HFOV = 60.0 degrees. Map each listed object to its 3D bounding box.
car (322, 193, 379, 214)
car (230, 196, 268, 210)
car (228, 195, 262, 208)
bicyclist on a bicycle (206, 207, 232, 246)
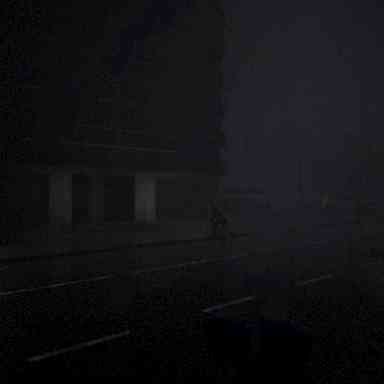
[{"bbox_3d":[16.650,1.168,35.350,2.150,2.045,5.566,0,0,-37],"label":"car"},{"bbox_3d":[7.467,1.421,41.532,1.882,1.535,5.008,0,0,-38],"label":"car"},{"bbox_3d":[7.421,1.296,47.115,2.097,1.767,4.553,0,0,-40],"label":"car"},{"bbox_3d":[1.093,1.455,14.070,0.582,1.620,1.656,0,-2,-37],"label":"bicyclist on a bicycle"}]
